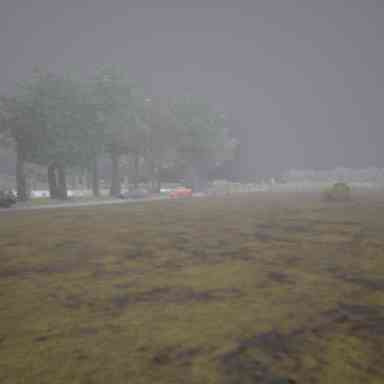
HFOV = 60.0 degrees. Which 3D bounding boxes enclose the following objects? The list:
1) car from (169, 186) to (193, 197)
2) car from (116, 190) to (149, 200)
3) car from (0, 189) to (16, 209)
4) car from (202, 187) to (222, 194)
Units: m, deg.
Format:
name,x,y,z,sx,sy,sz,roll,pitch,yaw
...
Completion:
name,x,y,z,sx,sy,sz,roll,pitch,yaw
car,-1.808,-0.131,54.956,2.097,1.767,4.553,-1,2,36
car,-8.858,0.411,49.997,2.033,1.411,5.357,-1,2,35
car,-20.707,0.734,33.289,2.150,2.045,5.566,-1,1,35
car,3.956,-0.327,63.177,2.033,1.411,5.357,-1,2,35
